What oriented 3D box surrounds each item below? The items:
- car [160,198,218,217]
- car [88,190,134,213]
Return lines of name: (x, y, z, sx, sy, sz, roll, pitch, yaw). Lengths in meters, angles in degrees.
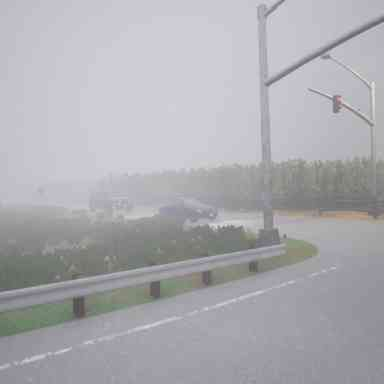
car: (-0.363, 1.113, 21.920, 1.812, 1.442, 4.674, -3, 2, -41)
car: (-7.465, 0.848, 30.179, 2.150, 2.045, 5.566, -3, 2, -41)
